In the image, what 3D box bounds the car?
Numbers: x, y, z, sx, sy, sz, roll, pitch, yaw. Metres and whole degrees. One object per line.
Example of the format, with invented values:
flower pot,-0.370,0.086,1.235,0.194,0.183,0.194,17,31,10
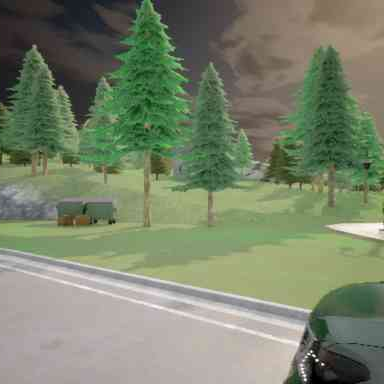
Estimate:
car,3.326,1.222,1.620,5.566,2.045,2.150,0,0,36
